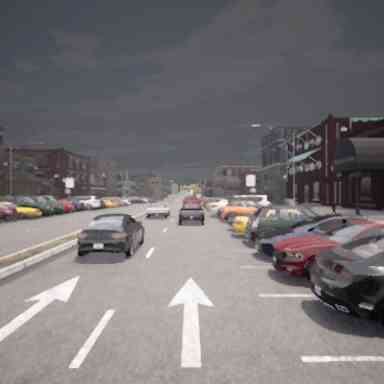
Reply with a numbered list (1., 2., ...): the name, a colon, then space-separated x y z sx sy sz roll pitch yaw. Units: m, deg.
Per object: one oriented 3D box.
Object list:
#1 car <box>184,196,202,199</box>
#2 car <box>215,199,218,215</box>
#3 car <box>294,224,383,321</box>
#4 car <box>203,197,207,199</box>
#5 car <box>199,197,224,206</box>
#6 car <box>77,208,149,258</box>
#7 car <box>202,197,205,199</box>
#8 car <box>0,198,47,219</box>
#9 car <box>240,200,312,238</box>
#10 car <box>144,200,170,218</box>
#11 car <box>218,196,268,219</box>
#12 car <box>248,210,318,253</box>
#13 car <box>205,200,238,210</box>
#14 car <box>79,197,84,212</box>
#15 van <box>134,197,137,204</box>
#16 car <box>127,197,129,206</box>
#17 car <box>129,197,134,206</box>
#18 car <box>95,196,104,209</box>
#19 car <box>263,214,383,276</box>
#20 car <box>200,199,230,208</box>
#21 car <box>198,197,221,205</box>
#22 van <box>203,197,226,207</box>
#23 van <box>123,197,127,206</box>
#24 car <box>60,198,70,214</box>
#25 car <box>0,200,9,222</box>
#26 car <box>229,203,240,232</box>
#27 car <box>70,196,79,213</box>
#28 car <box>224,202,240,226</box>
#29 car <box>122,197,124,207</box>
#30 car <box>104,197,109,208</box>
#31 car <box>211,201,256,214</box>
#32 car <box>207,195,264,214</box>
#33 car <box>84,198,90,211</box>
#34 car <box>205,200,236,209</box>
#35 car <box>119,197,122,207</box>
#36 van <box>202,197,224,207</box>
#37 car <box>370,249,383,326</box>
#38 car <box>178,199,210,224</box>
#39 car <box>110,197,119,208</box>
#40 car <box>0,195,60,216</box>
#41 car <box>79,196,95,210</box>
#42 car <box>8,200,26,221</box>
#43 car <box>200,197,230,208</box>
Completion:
1. car: -0.134 1.501 43.086 2.150 2.045 5.566 0 -1 0
2. car: 4.556 1.596 28.217 4.674 1.452 2.002 0 0 0
3. car: 4.674 1.489 5.988 4.892 1.521 2.231 0 0 0
4. car: 4.456 1.856 47.526 5.008 1.535 2.097 0 -1 0
5. car: 4.341 2.187 75.443 5.566 2.045 2.435 0 -1 0
6. car: -2.968 1.548 12.788 1.812 1.442 4.674 0 0 0
7. car: 4.399 2.046 55.987 5.008 1.535 2.097 0 -1 0
8. car: -15.694 1.564 28.378 5.366 1.575 1.946 0 0 0
9. car: 4.607 1.380 14.318 4.553 1.767 2.185 0 0 0
10. car: -3.068 1.701 31.168 1.895 1.301 4.718 0 -1 0
11. car: 4.542 1.415 25.440 4.553 1.767 2.185 0 0 0
12. car: 4.620 1.528 11.546 4.792 1.488 2.163 0 0 0
13. car: 4.442 1.923 50.429 4.892 1.521 2.231 0 -1 0
14. car: -15.956 1.702 39.394 5.008 1.535 2.097 0 -1 0
15. van: -16.385 2.307 80.752 4.442 1.987 1.878 0 -1 0
16. car: -16.218 2.210 69.717 4.553 1.767 2.185 0 -1 0
17. car: -16.179 2.136 72.479 5.566 2.045 2.435 0 -1 0
18. car: -16.051 1.620 47.662 5.566 2.045 2.435 0 -1 0
19. car: 4.670 1.492 8.768 5.008 1.535 2.097 0 0 0
20. car: 4.190 2.162 61.420 5.366 1.575 1.946 0 -1 0
21. car: 4.319 2.328 83.778 5.566 2.045 2.435 0 -1 0
22. van: 4.462 2.055 67.108 4.442 1.987 1.878 0 -1 0
23. van: -16.049 2.057 66.963 4.442 1.987 1.878 0 -1 0
24. car: -15.892 1.370 33.888 5.566 2.045 2.435 0 -1 0
25. car: -15.834 1.536 22.864 5.008 1.535 2.097 0 0 0
26. car: 4.805 1.510 16.981 5.366 1.575 1.946 0 0 0
27. car: -15.913 1.409 36.641 5.566 2.045 2.435 0 -1 0
28. car: 4.610 1.521 19.759 4.892 1.521 2.231 0 0 0
29. car: -16.143 2.268 64.199 4.674 1.452 2.002 0 -1 0
30. car: -16.015 1.680 50.419 5.566 2.045 2.435 0 -1 0
31. car: 4.509 1.684 36.543 4.674 1.452 2.002 0 -1 0
32. car: 4.514 1.327 30.994 5.566 2.045 2.435 0 -1 0
33. car: -16.011 1.785 42.145 4.792 1.488 2.163 0 -1 0
34. car: 4.449 2.014 53.208 4.792 1.488 2.163 0 -1 0
35. car: -16.310 2.168 61.443 5.366 1.575 1.946 0 -1 0
36. van: 4.452 2.108 69.761 4.442 1.987 1.878 0 -1 0
37. car: 4.724 1.513 3.211 4.792 1.488 2.163 0 0 0
38. car: -0.035 1.551 25.227 2.128 1.511 4.902 0 0 0
39. car: -16.290 2.110 58.683 5.366 1.575 1.946 0 -1 0
40. car: -15.872 1.341 31.131 5.566 2.045 2.435 0 -1 0
41. car: -16.034 1.685 44.905 4.553 1.767 2.185 0 -1 0
42. car: -15.857 1.591 25.619 4.674 1.452 2.002 0 0 0
43. car: 4.330 1.971 64.209 5.566 2.045 2.435 0 -1 0
